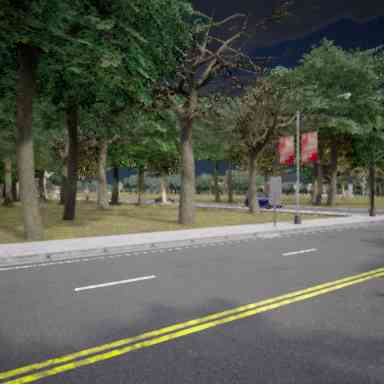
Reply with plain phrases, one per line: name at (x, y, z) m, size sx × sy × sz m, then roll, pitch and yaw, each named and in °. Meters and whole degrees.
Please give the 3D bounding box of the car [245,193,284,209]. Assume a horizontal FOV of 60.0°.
car at (9.372, 1.200, 43.467) m, size 2.150 × 2.045 × 5.566 m, roll 0°, pitch 0°, yaw -36°

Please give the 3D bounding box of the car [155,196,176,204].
car at (-5.282, 1.510, 64.129) m, size 2.033 × 1.411 × 5.357 m, roll 0°, pitch 0°, yaw -35°
